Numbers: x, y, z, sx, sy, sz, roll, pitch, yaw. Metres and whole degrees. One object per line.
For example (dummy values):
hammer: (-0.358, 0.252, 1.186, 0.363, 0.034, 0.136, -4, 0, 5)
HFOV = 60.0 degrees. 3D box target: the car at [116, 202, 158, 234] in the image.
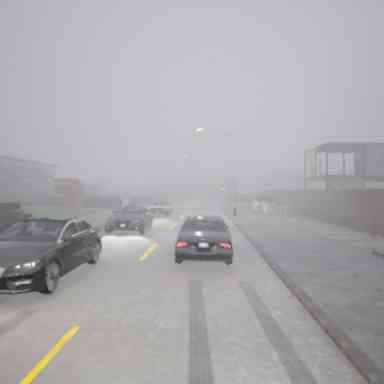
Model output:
car: (-3.385, 1.474, 18.577, 1.994, 1.385, 4.181, 1, 0, 3)

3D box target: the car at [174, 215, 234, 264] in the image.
car: (0.428, 1.522, 11.757, 2.033, 1.411, 5.357, 1, 0, 2)

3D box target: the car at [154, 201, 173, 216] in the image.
car: (-2.858, 1.485, 30.642, 1.895, 1.301, 4.718, 1, 0, 3)

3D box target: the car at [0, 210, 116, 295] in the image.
car: (-3.805, 1.423, 8.680, 2.128, 1.511, 4.902, 1, 0, 2)
